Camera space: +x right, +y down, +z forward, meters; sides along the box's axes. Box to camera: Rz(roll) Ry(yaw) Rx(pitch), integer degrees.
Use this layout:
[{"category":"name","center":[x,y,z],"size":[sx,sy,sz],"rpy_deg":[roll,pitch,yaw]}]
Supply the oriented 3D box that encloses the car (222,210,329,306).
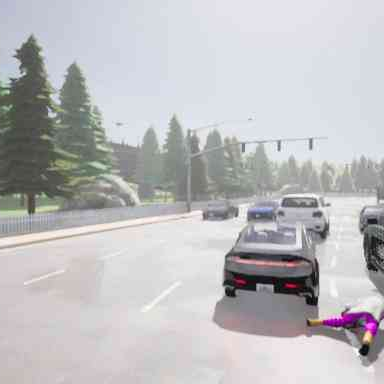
[{"category":"car","center":[2.042,1.445,8.086],"size":[2.128,1.511,4.902],"rpy_deg":[0,0,19]}]

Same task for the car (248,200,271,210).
[{"category":"car","center":[5.574,1.354,25.117],"size":[1.882,1.535,5.008],"rpy_deg":[0,0,25]}]

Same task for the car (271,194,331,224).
[{"category":"car","center":[5.819,1.122,17.129],"size":[2.150,2.045,5.566],"rpy_deg":[0,0,25]}]

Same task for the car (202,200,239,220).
[{"category":"car","center":[2.409,1.417,26.612],"size":[1.812,1.442,4.674],"rpy_deg":[0,0,25]}]

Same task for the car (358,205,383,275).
[{"category":"car","center":[5.322,1.179,7.280],"size":[2.150,2.045,5.566],"rpy_deg":[0,1,19]}]
